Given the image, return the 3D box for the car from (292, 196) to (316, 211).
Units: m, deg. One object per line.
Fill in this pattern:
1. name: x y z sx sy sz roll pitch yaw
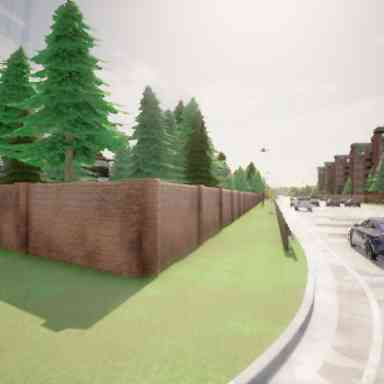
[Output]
1. car: 16.239 1.716 48.649 2.150 2.045 5.566 0 0 14

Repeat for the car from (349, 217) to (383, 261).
1. car: 7.337 1.671 12.632 1.812 1.442 4.674 0 0 14

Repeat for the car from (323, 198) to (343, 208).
1. car: 27.166 2.037 64.217 2.097 1.767 4.553 0 0 14

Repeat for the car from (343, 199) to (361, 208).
1. car: 30.545 2.049 63.300 2.097 1.767 4.553 0 0 14

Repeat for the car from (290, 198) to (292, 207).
1. car: 20.012 2.244 64.412 1.895 1.301 4.718 0 0 14

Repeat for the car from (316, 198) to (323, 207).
1. car: 23.739 2.172 64.932 1.837 1.490 4.892 0 0 14
